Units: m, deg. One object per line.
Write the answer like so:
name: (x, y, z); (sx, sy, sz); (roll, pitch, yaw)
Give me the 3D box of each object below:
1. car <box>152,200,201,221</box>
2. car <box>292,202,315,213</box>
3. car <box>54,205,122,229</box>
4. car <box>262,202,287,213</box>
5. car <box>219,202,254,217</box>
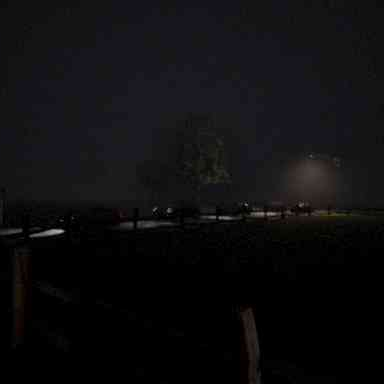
car: (-1.229, 1.446, 27.873); (2.097, 1.767, 4.553); (1, 0, 38)
car: (14.601, 2.040, 43.434); (1.994, 1.385, 4.181); (1, 0, 38)
car: (-6.478, 1.525, 21.133); (1.994, 1.385, 4.181); (1, 0, 38)
car: (10.793, 1.953, 43.285); (1.994, 1.385, 4.181); (1, 0, 38)
car: (4.650, 1.787, 35.436); (2.033, 1.411, 5.357); (1, 0, 38)
